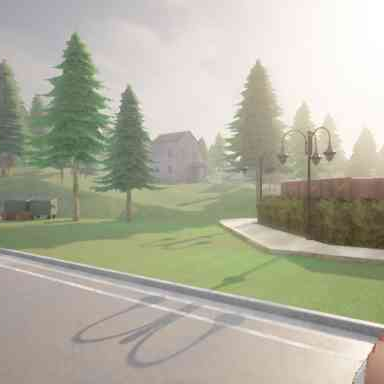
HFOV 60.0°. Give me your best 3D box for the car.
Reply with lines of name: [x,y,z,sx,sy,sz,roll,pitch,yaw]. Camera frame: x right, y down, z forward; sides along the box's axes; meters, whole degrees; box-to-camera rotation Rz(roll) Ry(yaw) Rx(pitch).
car: [3.349,1.601,1.590,4.718,1.301,1.895,0,0,36]
